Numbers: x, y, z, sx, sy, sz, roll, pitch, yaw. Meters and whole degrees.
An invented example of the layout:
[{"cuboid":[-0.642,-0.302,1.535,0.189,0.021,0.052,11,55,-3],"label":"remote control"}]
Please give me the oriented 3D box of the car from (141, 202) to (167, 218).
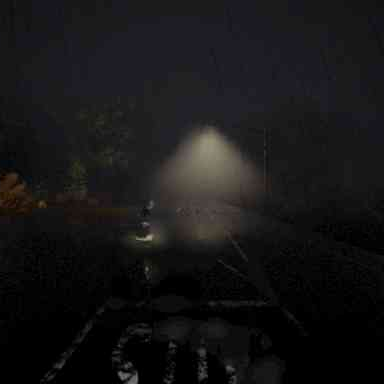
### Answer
[{"cuboid":[-3.405,1.578,30.316,1.994,1.385,4.181,-1,0,0],"label":"car"}]
